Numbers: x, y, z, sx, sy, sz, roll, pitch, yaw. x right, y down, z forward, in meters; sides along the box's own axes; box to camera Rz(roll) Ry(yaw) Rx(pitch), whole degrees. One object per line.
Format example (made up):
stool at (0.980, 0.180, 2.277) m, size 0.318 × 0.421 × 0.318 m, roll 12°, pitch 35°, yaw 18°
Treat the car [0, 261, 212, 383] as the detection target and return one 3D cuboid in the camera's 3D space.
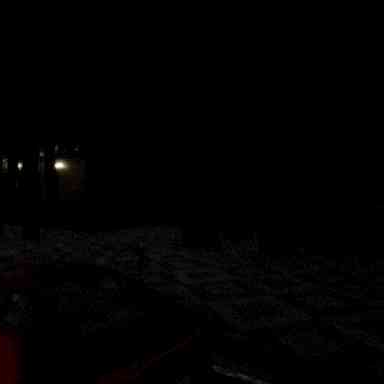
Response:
car at (-1.908, 1.578, 4.200) m, size 4.507 × 1.381 × 1.887 m, roll -1°, pitch -1°, yaw 35°
